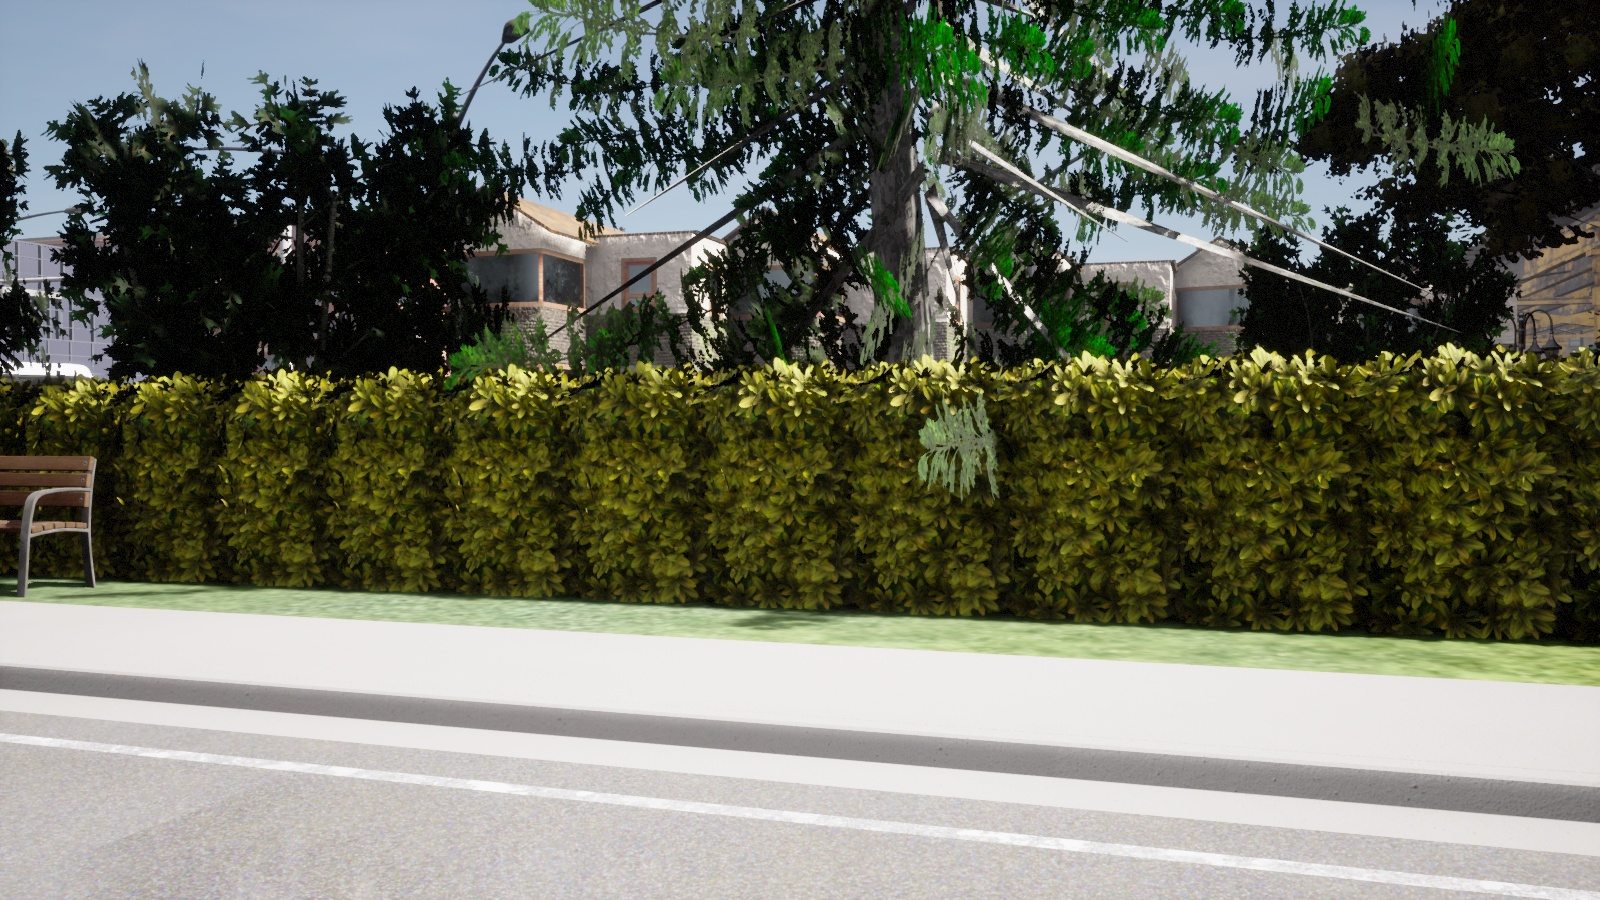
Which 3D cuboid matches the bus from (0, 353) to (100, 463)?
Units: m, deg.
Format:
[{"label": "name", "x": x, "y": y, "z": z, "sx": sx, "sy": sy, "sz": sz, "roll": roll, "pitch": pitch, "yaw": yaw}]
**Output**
[{"label": "bus", "x": -32.846, "y": -1.606, "z": 48.317, "sx": 3.944, "sy": 4.253, "sz": 10.273, "roll": 0, "pitch": 2, "yaw": 18}]
